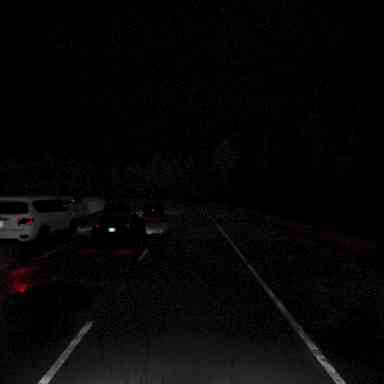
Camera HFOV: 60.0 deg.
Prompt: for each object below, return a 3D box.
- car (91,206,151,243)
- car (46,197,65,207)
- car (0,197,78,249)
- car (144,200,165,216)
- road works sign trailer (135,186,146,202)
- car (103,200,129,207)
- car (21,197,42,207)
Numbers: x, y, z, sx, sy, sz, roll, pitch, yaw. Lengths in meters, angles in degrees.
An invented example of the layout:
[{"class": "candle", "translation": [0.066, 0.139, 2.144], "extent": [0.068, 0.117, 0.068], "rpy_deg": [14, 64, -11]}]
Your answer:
[{"class": "car", "translation": [-3.404, 1.574, 16.115], "extent": [1.994, 1.385, 4.181], "rpy_deg": [0, 0, 0]}, {"class": "car", "translation": [-21.285, 1.580, 51.968], "extent": [2.033, 1.411, 5.357], "rpy_deg": [0, 0, -15]}, {"class": "car", "translation": [-6.903, 1.231, 14.669], "extent": [2.150, 2.045, 5.566], "rpy_deg": [0, 0, 0]}, {"class": "car", "translation": [-3.768, 1.499, 32.952], "extent": [1.882, 1.535, 5.008], "rpy_deg": [0, 0, -4]}, {"class": "road works sign trailer", "translation": [-12.122, 0.513, 76.502], "extent": [2.380, 3.560, 2.880], "rpy_deg": [0, 0, -30]}, {"class": "car", "translation": [-7.176, 1.525, 31.483], "extent": [1.837, 1.490, 4.892], "rpy_deg": [0, 0, -3]}, {"class": "car", "translation": [-24.946, 1.581, 52.023], "extent": [2.033, 1.411, 5.357], "rpy_deg": [0, 0, -16]}]
